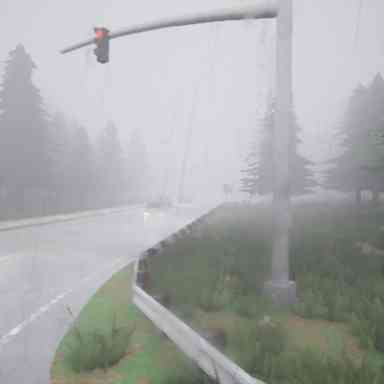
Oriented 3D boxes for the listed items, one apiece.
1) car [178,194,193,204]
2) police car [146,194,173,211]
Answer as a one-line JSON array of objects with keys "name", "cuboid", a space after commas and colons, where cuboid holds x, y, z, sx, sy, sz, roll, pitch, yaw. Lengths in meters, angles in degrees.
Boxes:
[{"name": "car", "cuboid": [-0.907, 1.045, 52.636, 2.033, 1.411, 5.357, 1, 1, 8]}, {"name": "police car", "cuboid": [-3.406, 1.055, 35.278, 1.930, 1.638, 5.238, 1, 1, 9]}]
